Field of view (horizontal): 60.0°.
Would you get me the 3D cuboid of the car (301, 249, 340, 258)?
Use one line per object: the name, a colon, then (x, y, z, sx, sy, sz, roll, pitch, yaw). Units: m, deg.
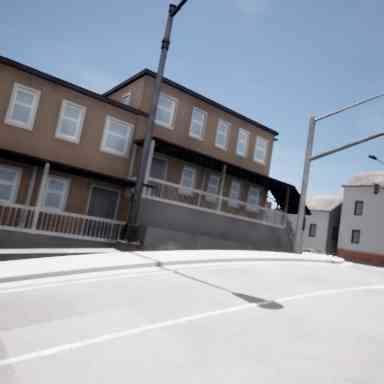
car: (10.562, 5.747, 29.345, 1.882, 1.535, 5.008, 14, -17, -34)
